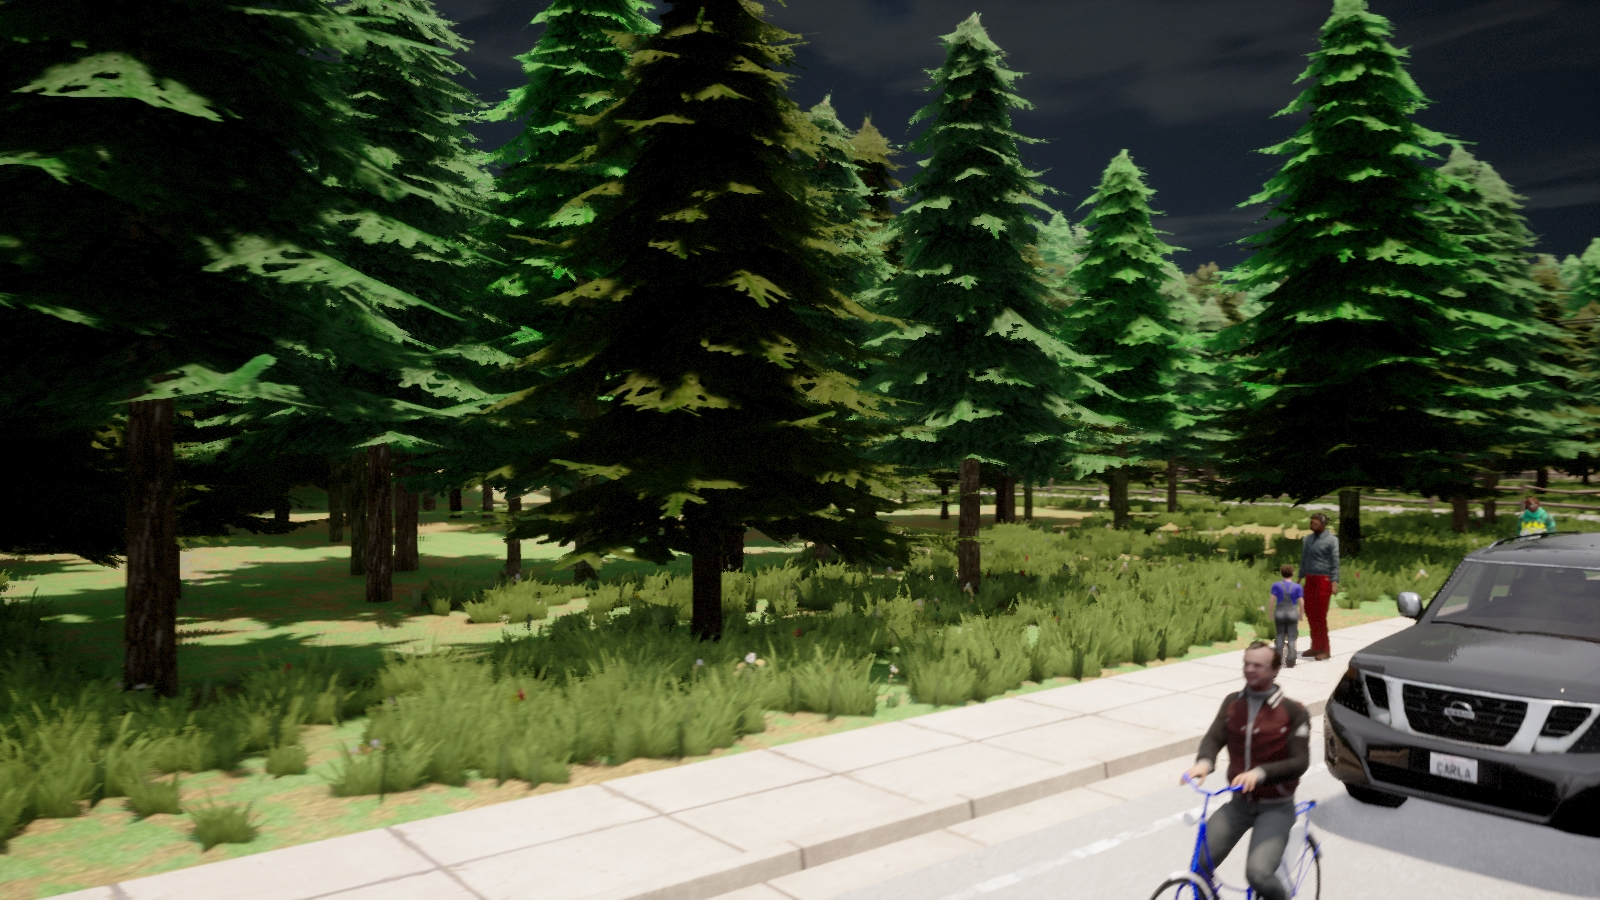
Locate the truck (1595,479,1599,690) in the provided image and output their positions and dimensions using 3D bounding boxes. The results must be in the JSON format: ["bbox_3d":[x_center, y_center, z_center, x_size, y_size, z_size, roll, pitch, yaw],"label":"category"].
[{"bbox_3d":[12.140,1.570,13.996,5.204,2.467,2.627,0,0,-39],"label":"truck"}]

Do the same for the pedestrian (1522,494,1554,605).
[{"bbox_3d":[12.684,1.698,19.643,0.375,1.860,0.375,0,0,-40],"label":"pedestrian"}]

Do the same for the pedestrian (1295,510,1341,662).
[{"bbox_3d":[6.546,1.699,14.434,0.375,1.860,0.375,0,0,-18],"label":"pedestrian"}]

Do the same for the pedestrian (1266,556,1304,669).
[{"bbox_3d":[5.937,1.978,13.990,0.375,1.300,0.375,0,0,32],"label":"pedestrian"}]

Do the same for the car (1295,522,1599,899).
[{"bbox_3d":[6.537,1.781,9.465,5.566,2.045,2.150,0,0,-39],"label":"car"}]

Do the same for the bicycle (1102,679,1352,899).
[{"bbox_3d":[2.264,2.062,5.928,1.835,1.471,0.329,0,0,-39],"label":"bicycle"}]
